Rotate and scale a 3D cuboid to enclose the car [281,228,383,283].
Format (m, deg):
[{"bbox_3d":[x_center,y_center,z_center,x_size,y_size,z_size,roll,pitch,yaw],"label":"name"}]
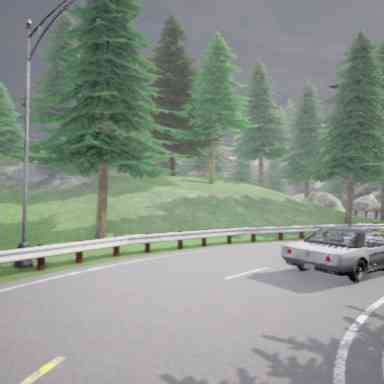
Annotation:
[{"bbox_3d":[4.990,1.758,10.179,4.718,1.301,1.895,1,-1,-34],"label":"car"}]
